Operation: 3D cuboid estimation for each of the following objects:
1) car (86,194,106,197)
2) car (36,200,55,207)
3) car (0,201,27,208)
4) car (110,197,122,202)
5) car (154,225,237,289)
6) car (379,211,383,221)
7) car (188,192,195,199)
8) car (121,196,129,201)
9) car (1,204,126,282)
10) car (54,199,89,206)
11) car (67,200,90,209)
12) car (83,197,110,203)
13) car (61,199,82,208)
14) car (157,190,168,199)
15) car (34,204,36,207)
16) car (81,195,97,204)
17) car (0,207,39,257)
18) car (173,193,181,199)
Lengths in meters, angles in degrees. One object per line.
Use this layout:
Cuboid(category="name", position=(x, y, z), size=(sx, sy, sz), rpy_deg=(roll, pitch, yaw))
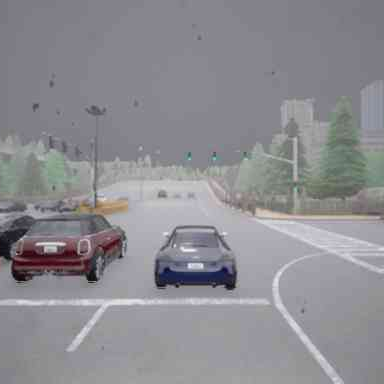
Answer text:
Cuboid(category="car", position=(-17.566, 1.501, 62.404), size=(2.150, 2.045, 5.566), rpy_deg=(0, 1, 0))
Cuboid(category="car", position=(-17.599, 1.776, 42.484), size=(1.837, 1.490, 4.892), rpy_deg=(0, 0, 0))
Cuboid(category="car", position=(-21.101, 1.794, 38.632), size=(2.033, 1.411, 5.357), rpy_deg=(0, 0, 0))
Cuboid(category="car", position=(-14.069, 1.949, 57.463), size=(1.895, 1.301, 4.718), rpy_deg=(0, 0, 0))
Cuboid(category="car", position=(0.093, 1.625, 9.409), size=(1.994, 1.385, 4.181), rpy_deg=(0, 0, 0))
Cuboid(category="car", position=(17.088, 1.690, 25.788), size=(4.674, 1.442, 1.812), rpy_deg=(0, 0, 0))
Cuboid(category="car", position=(-0.168, 0.756, 80.679), size=(2.033, 1.411, 5.357), rpy_deg=(0, 6, 0))
Cuboid(category="car", position=(-14.098, 1.616, 68.053), size=(2.033, 1.411, 5.357), rpy_deg=(0, 2, 0))
Cuboid(category="car", position=(-3.405, 1.417, 10.139), size=(2.097, 1.767, 4.553), rpy_deg=(0, 0, 0))
Cuboid(category="car", position=(-14.101, 1.815, 39.283), size=(1.994, 1.385, 4.181), rpy_deg=(0, 0, 0))
Cuboid(category="car", position=(-17.584, 1.931, 51.737), size=(1.895, 1.301, 4.718), rpy_deg=(0, 0, 0))
Cuboid(category="car", position=(-14.096, 1.857, 48.526), size=(2.033, 1.411, 5.357), rpy_deg=(0, 0, 0))
Cuboid(category="car", position=(-21.054, 1.944, 58.302), size=(1.895, 1.301, 4.718), rpy_deg=(0, 0, 0))
Cuboid(category="car", position=(-7.169, 0.423, 80.847), size=(2.150, 2.045, 5.566), rpy_deg=(0, 6, 0))
Cuboid(category="car", position=(-21.090, 1.859, 48.701), size=(2.033, 1.411, 5.357), rpy_deg=(0, 0, 0))
Cuboid(category="car", position=(-21.101, 1.562, 68.538), size=(1.837, 1.490, 4.892), rpy_deg=(0, 2, 0))
Cuboid(category="car", position=(-6.902, 1.559, 12.669), size=(1.882, 1.535, 5.008), rpy_deg=(0, 0, 0))
Cuboid(category="car", position=(-3.668, 0.824, 80.590), size=(1.895, 1.301, 4.718), rpy_deg=(0, 6, 0))
